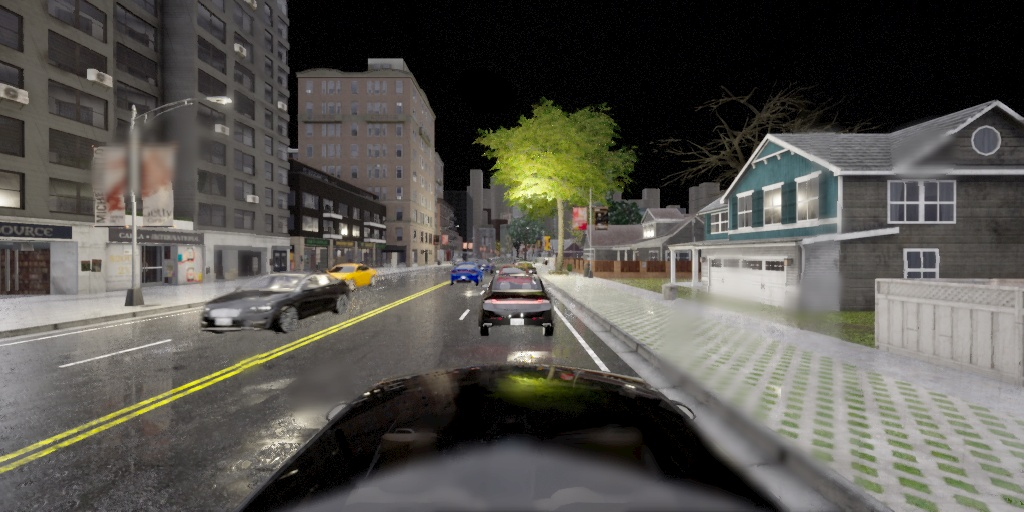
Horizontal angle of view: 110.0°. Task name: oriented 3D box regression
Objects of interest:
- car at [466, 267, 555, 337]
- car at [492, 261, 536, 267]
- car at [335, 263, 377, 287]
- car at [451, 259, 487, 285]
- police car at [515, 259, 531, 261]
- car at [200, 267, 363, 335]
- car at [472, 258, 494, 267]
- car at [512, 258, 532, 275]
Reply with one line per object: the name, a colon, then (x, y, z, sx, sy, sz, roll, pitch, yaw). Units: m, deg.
car: (0.113, 1.239, 10.346, 2.128, 1.511, 4.902, 0, 0, 0)
car: (0.122, 1.219, 19.849, 1.882, 1.535, 5.008, 0, 0, 0)
car: (-9.826, 1.217, 21.574, 1.882, 1.535, 5.008, 0, 0, 0)
car: (-3.121, 1.213, 25.565, 1.882, 1.535, 5.008, 0, 0, 0)
police car: (1.008, 1.156, 29.578, 1.930, 1.638, 5.238, 0, 0, 0)
car: (-6.589, 1.239, 10.644, 2.128, 1.511, 4.902, 0, 0, 0)
car: (-3.104, 1.067, 41.574, 2.097, 1.767, 4.553, 0, 0, 0)
car: (1.019, 1.068, 39.439, 2.097, 1.767, 4.553, 0, 0, 0)
